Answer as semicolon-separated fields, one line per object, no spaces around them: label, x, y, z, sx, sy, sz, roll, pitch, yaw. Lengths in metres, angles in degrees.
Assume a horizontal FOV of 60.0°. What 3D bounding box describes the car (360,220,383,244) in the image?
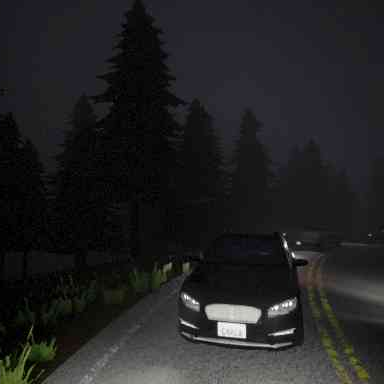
car;15.889;3.228;26.476;5.566;2.045;2.150;8;-8;-28

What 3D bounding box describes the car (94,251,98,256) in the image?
car;-20.219;13.650;73.004;4.181;1.381;1.994;-2;-5;31

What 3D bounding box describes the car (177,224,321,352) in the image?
car;1.138;1.562;6.623;2.128;1.511;4.902;-1;-2;15

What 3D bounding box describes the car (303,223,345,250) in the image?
car;6.527;2.310;17.732;1.895;1.301;4.718;-3;-6;39
